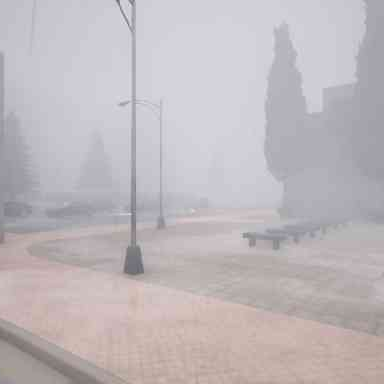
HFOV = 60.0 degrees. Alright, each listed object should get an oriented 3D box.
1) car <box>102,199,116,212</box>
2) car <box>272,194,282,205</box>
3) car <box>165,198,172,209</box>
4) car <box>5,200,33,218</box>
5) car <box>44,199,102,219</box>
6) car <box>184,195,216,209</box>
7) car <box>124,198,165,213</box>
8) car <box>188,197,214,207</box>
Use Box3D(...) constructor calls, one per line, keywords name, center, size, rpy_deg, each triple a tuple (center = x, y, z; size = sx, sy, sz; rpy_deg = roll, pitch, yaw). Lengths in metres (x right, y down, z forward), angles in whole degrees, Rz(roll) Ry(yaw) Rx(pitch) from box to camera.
Box3D(name="car", center=(-10.454, 1.491, 35.918), size=(2.128, 1.511, 4.902), rpy_deg=(0, 0, 38))
Box3D(name="car", center=(16.371, 1.564, 58.933), size=(1.994, 1.385, 4.181), rpy_deg=(0, 0, 38))
Box3D(name="car", center=(-4.688, 1.505, 43.390), size=(1.837, 1.490, 4.892), rpy_deg=(0, 0, 38))
Box3D(name="car", center=(-16.239, 1.505, 28.491), size=(1.837, 1.490, 4.892), rpy_deg=(0, 0, 39))
Box3D(name="car", center=(-10.774, 1.526, 29.736), size=(1.812, 1.442, 4.674), rpy_deg=(0, 0, 37))
Box3D(name="car", center=(0.873, 1.505, 44.860), size=(1.837, 1.490, 4.892), rpy_deg=(0, 0, 38))
Box3D(name="car", center=(-5.469, 1.564, 36.640), size=(1.994, 1.385, 4.181), rpy_deg=(0, 0, 38))
Box3D(name="car", center=(1.464, 1.564, 51.329), size=(1.994, 1.385, 4.181), rpy_deg=(0, 0, 38))
